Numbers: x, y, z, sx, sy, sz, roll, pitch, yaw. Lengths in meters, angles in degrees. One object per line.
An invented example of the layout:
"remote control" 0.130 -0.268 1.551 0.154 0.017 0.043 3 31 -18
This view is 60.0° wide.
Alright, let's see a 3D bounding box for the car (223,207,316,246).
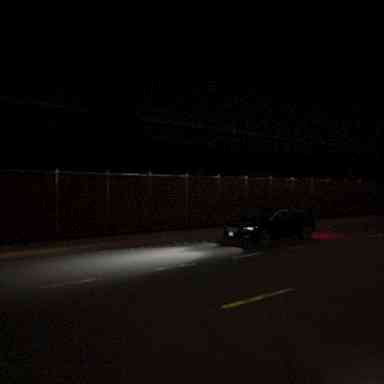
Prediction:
"car" 3.609 1.461 15.130 4.902 1.511 2.128 0 0 -35
